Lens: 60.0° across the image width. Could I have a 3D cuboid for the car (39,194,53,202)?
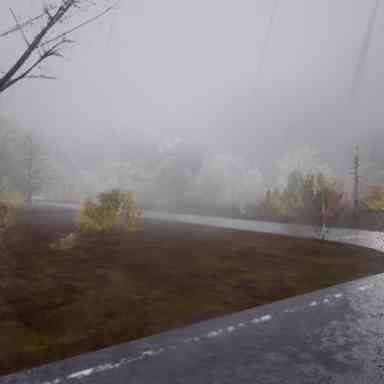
[{"bbox_3d":[-37.897,2.020,87.442,2.033,1.411,5.357,2,-1,-36],"label":"car"}]
